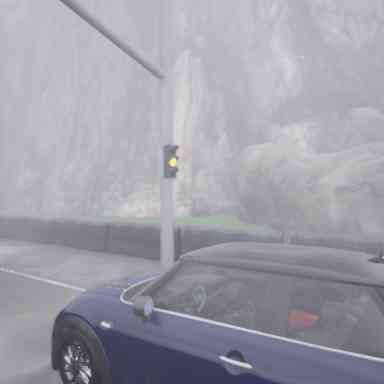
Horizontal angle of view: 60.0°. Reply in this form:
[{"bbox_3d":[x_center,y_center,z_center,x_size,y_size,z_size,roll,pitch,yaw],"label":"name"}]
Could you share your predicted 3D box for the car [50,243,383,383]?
[{"bbox_3d":[0.466,1.369,3.658,4.553,1.767,2.097,-1,-1,36],"label":"car"}]
